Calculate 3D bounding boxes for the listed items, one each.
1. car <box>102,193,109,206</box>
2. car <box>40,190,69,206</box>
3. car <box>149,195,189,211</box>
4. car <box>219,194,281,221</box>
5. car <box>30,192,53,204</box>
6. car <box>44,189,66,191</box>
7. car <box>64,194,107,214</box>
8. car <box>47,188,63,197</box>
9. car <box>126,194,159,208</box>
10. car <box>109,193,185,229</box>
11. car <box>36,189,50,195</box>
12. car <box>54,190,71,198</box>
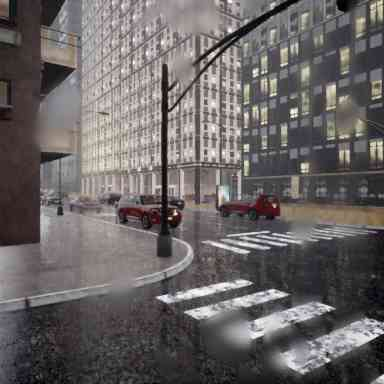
[{"bbox_3d":[-9.608,0.839,38.717,1.837,1.490,4.892,0,1,-36],"label":"car"},{"bbox_3d":[-15.661,0.827,37.222,2.008,1.369,4.403,2,0,-36],"label":"car"},{"bbox_3d":[-2.398,1.070,33.229,1.947,1.339,4.313,1,0,-36],"label":"car"},{"bbox_3d":[4.131,1.027,24.255,2.192,1.841,5.009,1,0,-36],"label":"car"},{"bbox_3d":[-18.923,0.752,41.707,1.802,1.307,4.206,2,0,-36],"label":"car"},{"bbox_3d":[-24.163,0.425,58.738,1.994,1.385,4.181,0,1,-36],"label":"car"},{"bbox_3d":[-9.140,1.067,28.250,1.802,1.307,4.206,2,0,-36],"label":"car"},{"bbox_3d":[-28.489,0.099,69.123,1.967,1.590,4.097,1,0,-36],"label":"car"},{"bbox_3d":[-5.661,0.965,37.716,1.947,1.339,4.313,1,0,-36],"label":"car"},{"bbox_3d":[-2.610,1.008,19.278,2.192,1.841,5.009,2,0,-36],"label":"car"},{"bbox_3d":[-35.016,-0.011,78.097,1.887,1.381,4.507,1,0,-36],"label":"car"},{"bbox_3d":[-25.231,0.309,64.637,1.887,1.381,4.507,1,0,-36],"label":"car"}]
